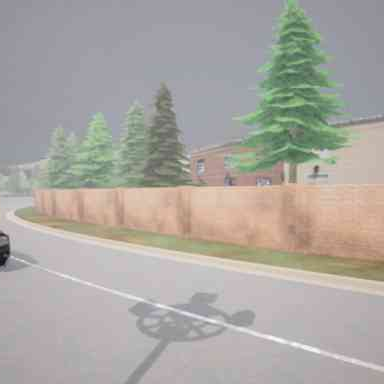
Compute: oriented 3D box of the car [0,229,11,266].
[{"bbox_3d":[-7.423,1.528,10.633,4.902,1.511,2.128,0,0,44],"label":"car"}]
